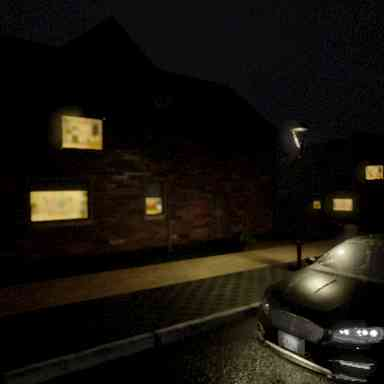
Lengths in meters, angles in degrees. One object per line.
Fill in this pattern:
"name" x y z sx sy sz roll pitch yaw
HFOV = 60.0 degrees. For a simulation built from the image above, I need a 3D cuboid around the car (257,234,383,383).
"car" 3.151 1.491 5.303 4.902 1.511 2.128 0 0 -35
